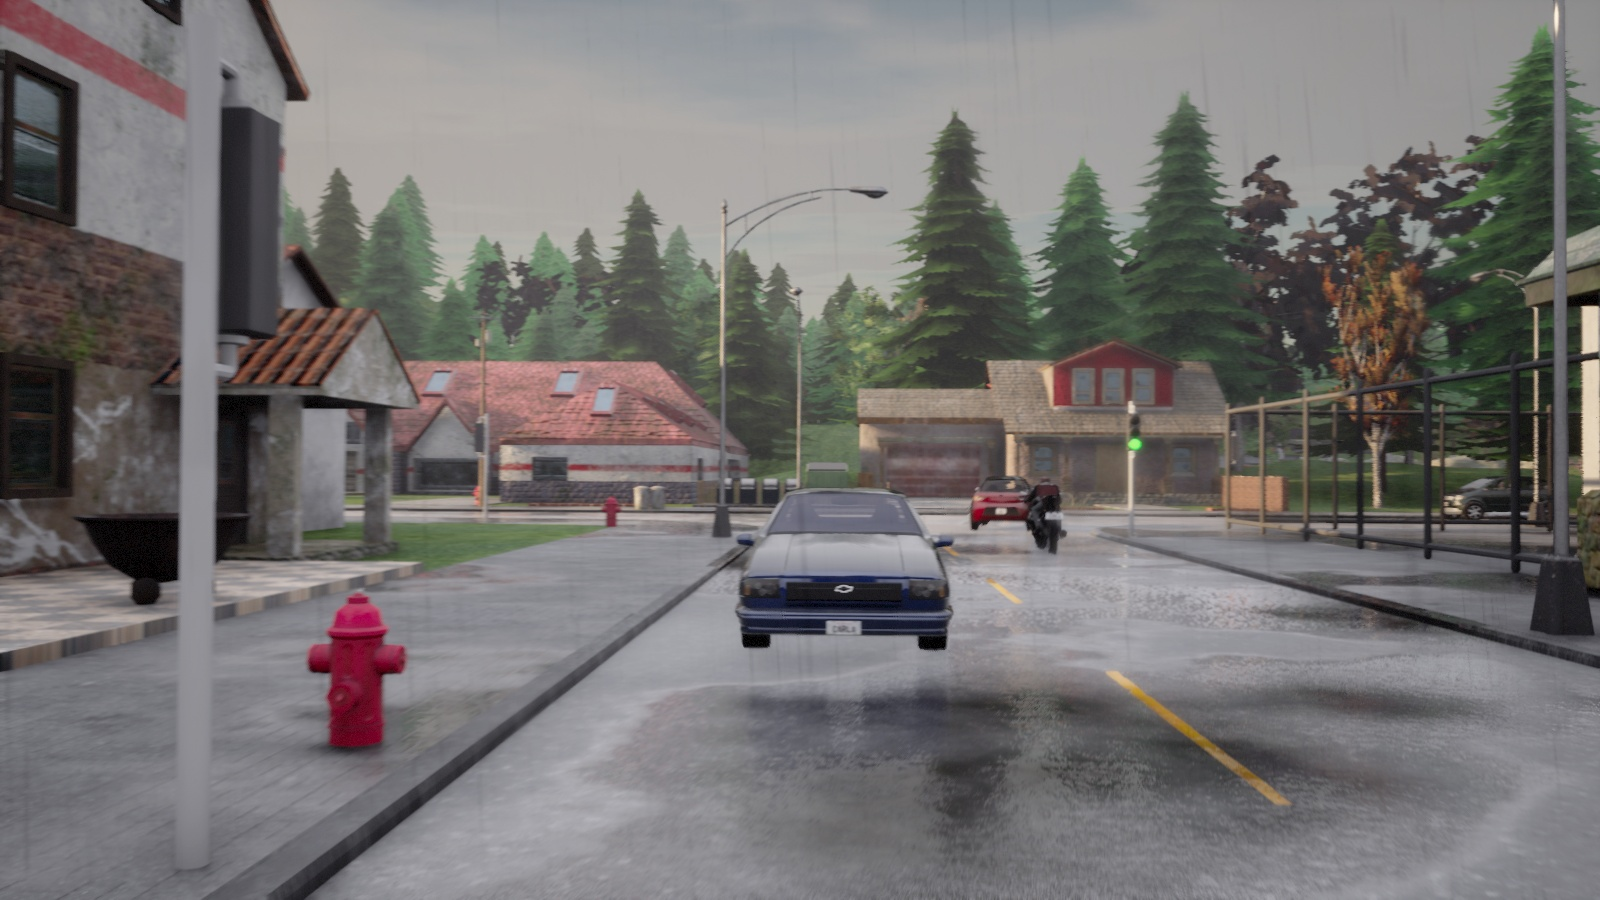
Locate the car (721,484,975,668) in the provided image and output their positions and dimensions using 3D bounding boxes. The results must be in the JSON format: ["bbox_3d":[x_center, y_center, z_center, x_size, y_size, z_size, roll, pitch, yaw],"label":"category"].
[{"bbox_3d":[0.485,1.075,12.728,2.033,1.411,5.357,0,-1,2],"label":"car"}]

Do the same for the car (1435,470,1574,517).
[{"bbox_3d":[23.854,1.471,42.625,3.705,1.549,1.789,0,-1,2],"label":"car"}]

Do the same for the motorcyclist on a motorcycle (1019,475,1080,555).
[{"bbox_3d":[4.984,1.266,25.245,0.866,1.530,2.191,0,-1,2],"label":"motorcyclist on a motorcycle"}]

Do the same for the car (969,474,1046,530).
[{"bbox_3d":[5.875,1.412,35.267,1.816,1.474,4.193,-1,-1,14],"label":"car"}]
